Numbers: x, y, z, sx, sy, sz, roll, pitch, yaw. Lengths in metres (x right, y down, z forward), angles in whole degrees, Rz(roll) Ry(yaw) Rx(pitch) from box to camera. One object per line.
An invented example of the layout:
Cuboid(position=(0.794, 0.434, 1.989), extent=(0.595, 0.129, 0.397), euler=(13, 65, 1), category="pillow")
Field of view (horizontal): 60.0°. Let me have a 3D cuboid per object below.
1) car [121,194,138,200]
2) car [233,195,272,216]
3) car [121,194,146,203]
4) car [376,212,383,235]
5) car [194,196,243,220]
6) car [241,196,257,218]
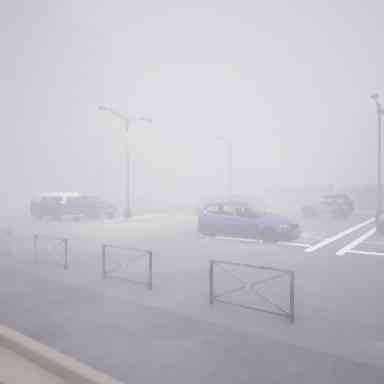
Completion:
Cuboid(position=(-16.124, 1.284, 85.798), extent=(1.851, 1.617, 3.988), euler=(0, 0, 36), category="car")
Cuboid(position=(5.339, 1.151, 33.976), extent=(4.605, 1.855, 1.932), euler=(0, 0, 36), category="car")
Cuboid(position=(-11.482, 1.546, 66.084), extent=(2.033, 1.411, 5.357), euler=(0, 0, 35), category="car")
Cuboid(position=(11.021, 1.393, 15.919), extent=(3.806, 1.475, 1.970), euler=(0, 0, 36), category="car")
Cuboid(position=(2.124, 1.393, 29.417), extent=(3.806, 1.475, 1.970), euler=(0, 0, 36), category="car")
Cuboid(position=(3.814, 1.361, 31.767), extent=(3.905, 1.438, 1.784), euler=(0, 0, 36), category="car")
